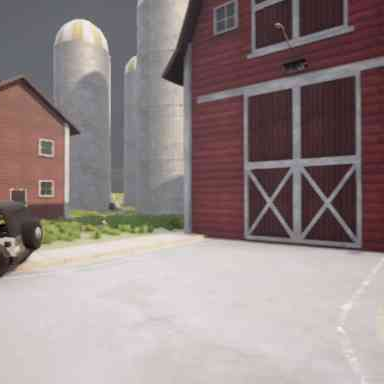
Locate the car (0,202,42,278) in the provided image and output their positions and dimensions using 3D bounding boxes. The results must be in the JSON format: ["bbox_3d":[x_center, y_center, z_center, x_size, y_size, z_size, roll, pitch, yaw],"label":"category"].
[{"bbox_3d":[-6.237,1.293,9.135,3.866,1.878,1.905,-2,5,-7],"label":"car"}]
